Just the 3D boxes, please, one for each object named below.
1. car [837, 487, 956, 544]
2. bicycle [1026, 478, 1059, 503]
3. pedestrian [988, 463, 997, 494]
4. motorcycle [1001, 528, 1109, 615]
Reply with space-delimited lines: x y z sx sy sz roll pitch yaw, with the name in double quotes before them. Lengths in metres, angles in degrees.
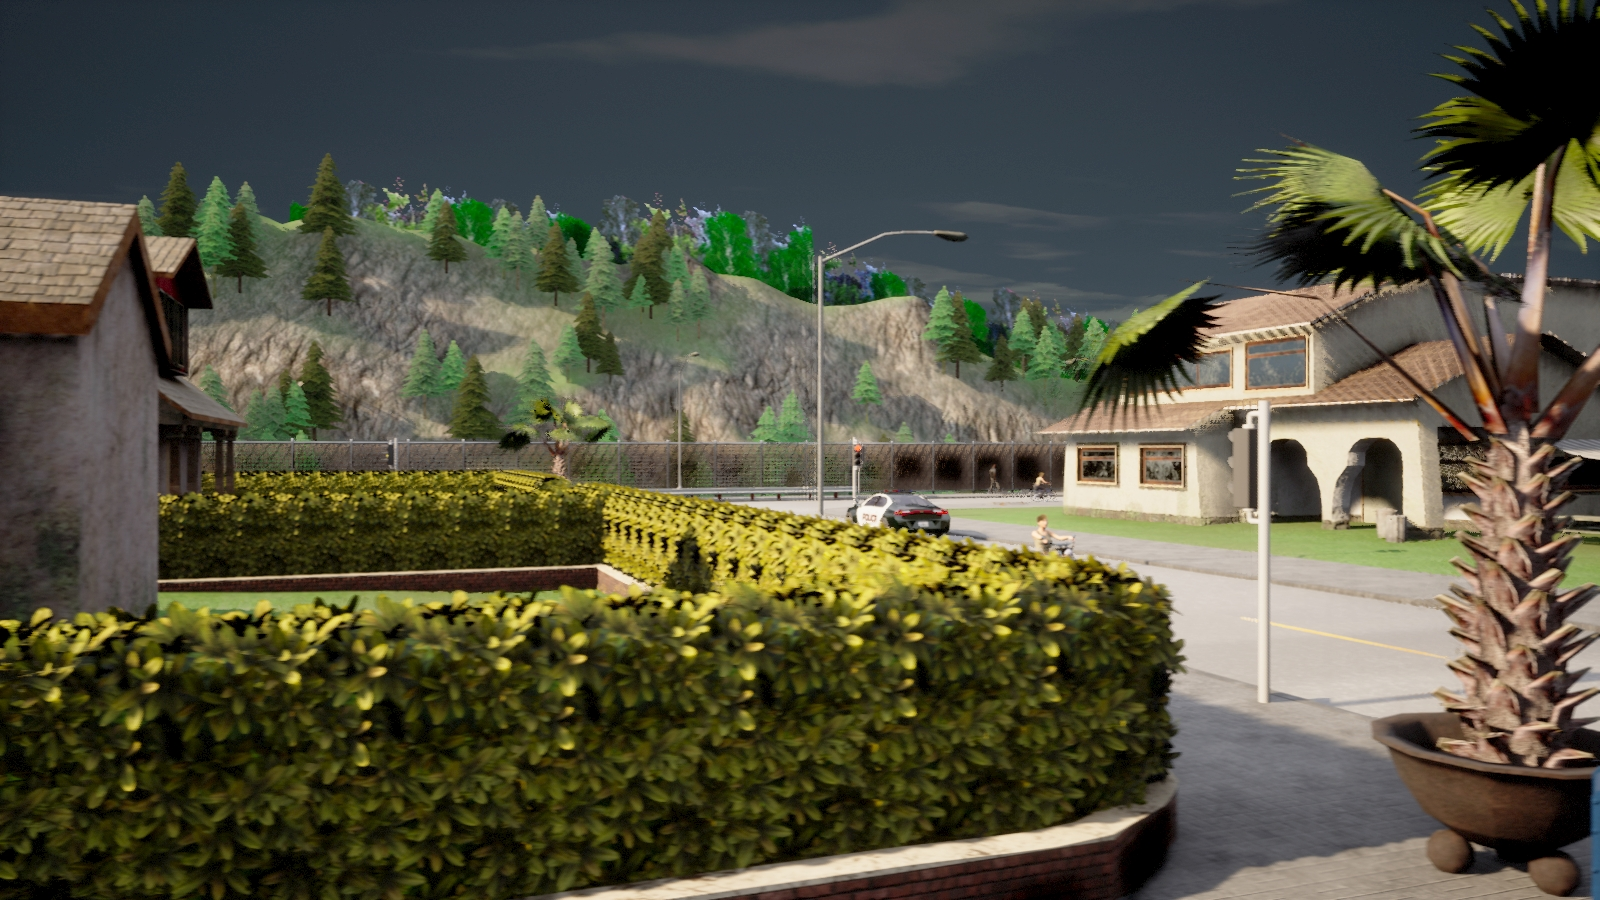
"car" 3.000 2.038 36.758 2.038 1.542 4.974 0 0 -18
"bicycle" 13.014 2.158 61.261 1.487 1.276 0.859 0 0 -20
"pedestrian" 11.808 1.745 70.089 0.375 1.860 0.375 0 0 -29
"motorcycle" 4.580 2.155 20.727 0.764 1.307 2.356 0 0 -20
